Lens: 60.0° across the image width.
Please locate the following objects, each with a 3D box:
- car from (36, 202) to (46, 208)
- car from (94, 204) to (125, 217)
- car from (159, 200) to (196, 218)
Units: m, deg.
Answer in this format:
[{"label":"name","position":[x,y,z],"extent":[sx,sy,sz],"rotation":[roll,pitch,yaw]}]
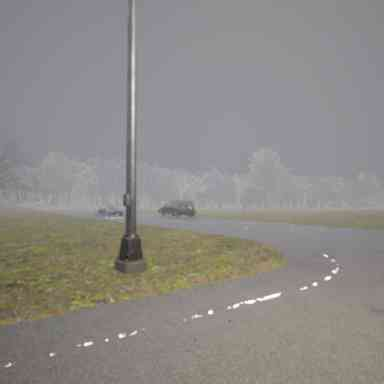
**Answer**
[{"label":"car","position":[-38.059,3.175,83.741],"extent":[2.128,1.511,4.902],"rotation":[3,-3,-32]},{"label":"car","position":[-9.527,2.105,38.097],"extent":[2.033,1.411,5.357],"rotation":[3,-3,-35]},{"label":"car","position":[-1.773,2.016,39.352],"extent":[2.150,2.045,5.566],"rotation":[3,-3,-36]}]
